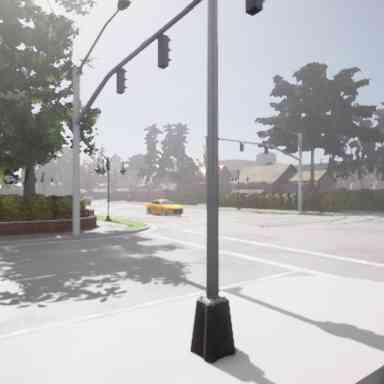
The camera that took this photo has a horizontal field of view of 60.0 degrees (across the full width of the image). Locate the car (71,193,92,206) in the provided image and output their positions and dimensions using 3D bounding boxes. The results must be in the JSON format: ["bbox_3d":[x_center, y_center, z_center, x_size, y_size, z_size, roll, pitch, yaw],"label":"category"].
[{"bbox_3d":[-17.814,1.195,52.976,2.150,2.045,5.566,0,0,-36],"label":"car"}]

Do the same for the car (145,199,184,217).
[{"bbox_3d":[-2.721,1.480,32.185,1.882,1.535,5.008,0,0,-36],"label":"car"}]
